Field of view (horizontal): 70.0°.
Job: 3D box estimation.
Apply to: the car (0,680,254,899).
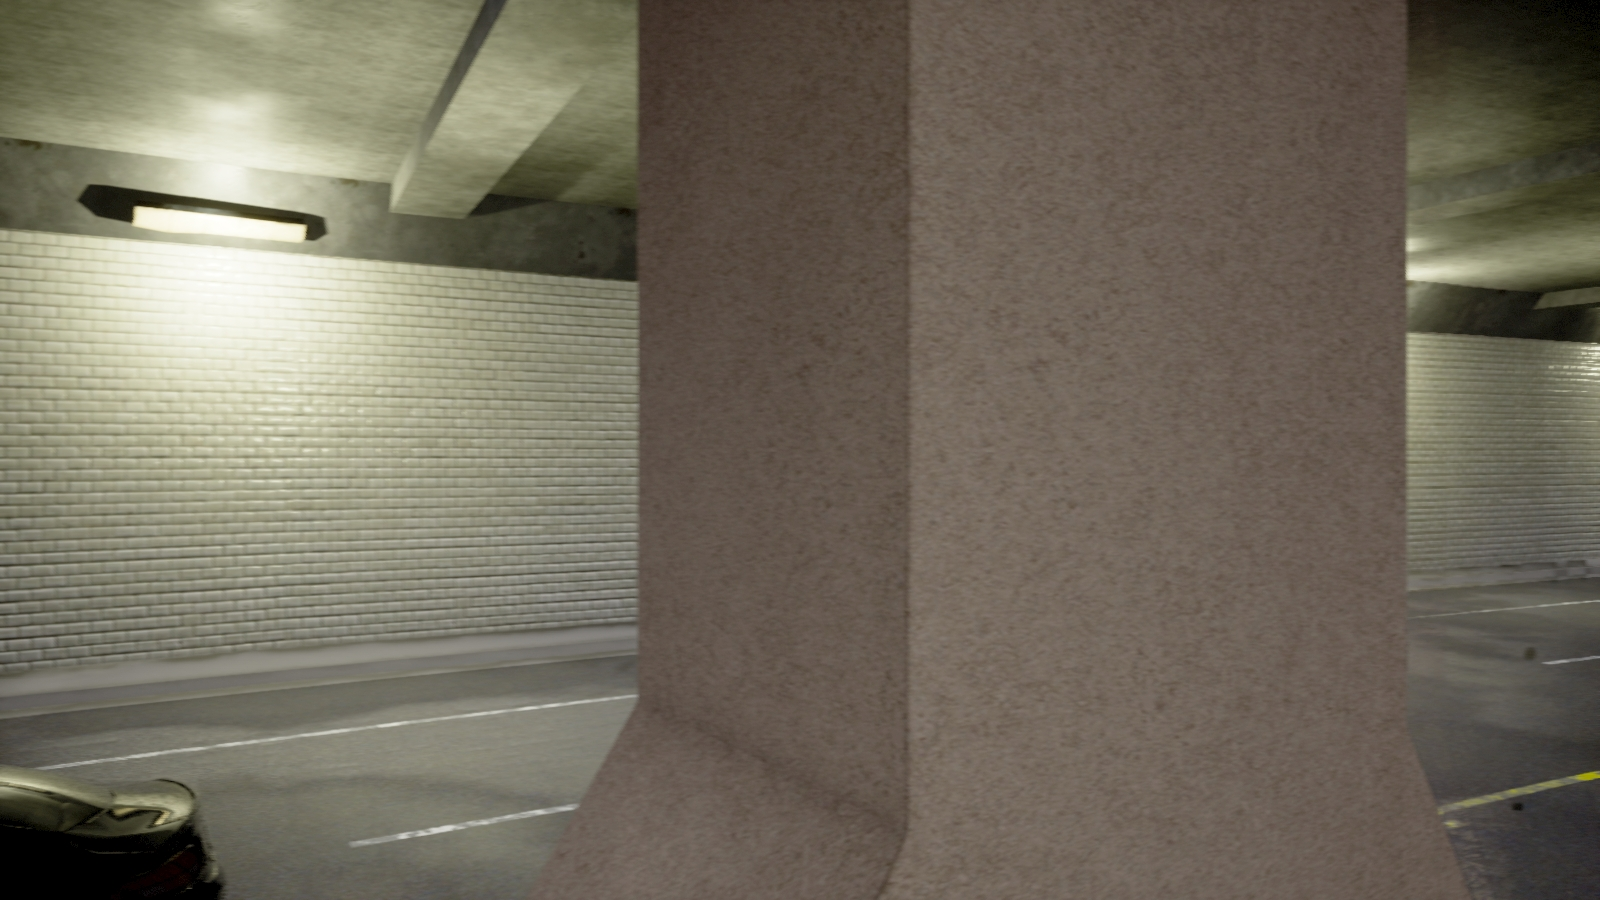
[{"bbox_3d":[-4.915,2.076,4.584,4.674,1.442,2.002,0,0,-34],"label":"car"}]
